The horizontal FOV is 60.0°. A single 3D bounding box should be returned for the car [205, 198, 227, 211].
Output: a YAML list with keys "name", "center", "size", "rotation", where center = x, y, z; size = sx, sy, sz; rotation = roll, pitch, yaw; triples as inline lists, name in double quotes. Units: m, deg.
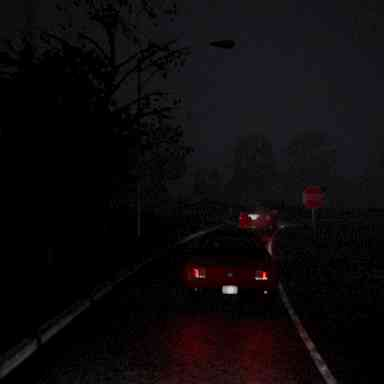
- name: "car"
  center: [2.001, 1.477, 40.579]
  size: [2.163, 1.488, 4.792]
  rotation: [4, -1, -18]

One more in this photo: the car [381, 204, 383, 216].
- name: "car"
  center: [31.141, 2.851, 49.984]
  size: [2.185, 1.767, 4.553]
  rotation: [2, 0, -18]

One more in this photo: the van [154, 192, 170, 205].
- name: "van"
  center: [-4.672, 0.995, 52.005]
  size: [1.878, 1.987, 4.442]
  rotation: [4, 0, -18]

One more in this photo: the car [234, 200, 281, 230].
- name: "car"
  center: [4.385, 1.584, 21.688]
  size: [2.097, 1.767, 4.553]
  rotation: [0, -1, 19]

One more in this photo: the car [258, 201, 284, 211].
- name: "car"
  center: [13.711, 2.377, 58.066]
  size: [2.097, 1.535, 5.008]
  rotation: [3, -1, -18]

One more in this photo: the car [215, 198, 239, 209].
- name: "car"
  center: [5.820, 1.935, 55.720]
  size: [1.946, 1.575, 5.366]
  rotation: [4, -1, -18]

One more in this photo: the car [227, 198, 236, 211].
- name: "car"
  center: [4.656, 1.507, 41.438]
  size: [2.185, 1.767, 4.553]
  rotation: [4, -1, -18]

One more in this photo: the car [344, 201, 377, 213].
- name: "car"
  center: [32.273, 2.844, 64.089]
  size: [2.435, 2.045, 5.566]
  rotation: [2, 0, -18]

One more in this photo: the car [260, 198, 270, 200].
- name: "car"
  center: [7.299, 1.811, 42.253]
  size: [2.097, 1.535, 5.008]
  rotation: [4, -1, -18]

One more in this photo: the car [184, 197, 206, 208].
- name: "car"
  center: [0.455, 1.622, 53.797]
  size: [2.002, 1.452, 4.674]
  rotation: [4, -1, -18]

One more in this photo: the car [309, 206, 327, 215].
- name: "car"
  center: [15.250, 2.318, 44.794]
  size: [2.163, 1.488, 4.792]
  rotation: [3, -1, -18]

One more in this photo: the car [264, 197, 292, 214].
- name: "car"
  center: [9.957, 1.729, 43.145]
  size: [2.435, 2.045, 5.566]
  rotation: [4, -1, -18]

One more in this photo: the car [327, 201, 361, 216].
- name: "car"
  center: [20.564, 2.427, 46.506]
  size: [2.185, 1.767, 4.553]
  rotation: [3, -1, -18]

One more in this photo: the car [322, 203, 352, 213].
- name: "car"
  center: [27.025, 2.931, 62.172]
  size: [1.946, 1.575, 5.366]
  rotation: [2, 0, -18]

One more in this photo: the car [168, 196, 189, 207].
- name: "car"
  center: [-2.189, 1.437, 52.943]
  size: [2.002, 1.452, 4.674]
  rotation: [4, -1, -18]

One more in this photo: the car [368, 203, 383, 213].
- name: "car"
  center: [37.578, 3.099, 65.804]
  size: [2.185, 1.767, 4.553]
  rotation: [1, 0, -18]

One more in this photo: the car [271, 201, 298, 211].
- name: "car"
  center: [16.363, 2.506, 58.922]
  size: [2.097, 1.535, 5.008]
  rotation: [3, -1, -18]

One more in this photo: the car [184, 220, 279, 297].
- name: "car"
  center: [1.044, 1.655, 8.729]
  size: [1.895, 1.301, 4.718]
  rotation: [0, -1, 8]

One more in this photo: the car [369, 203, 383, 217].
- name: "car"
  center: [25.841, 2.811, 48.272]
  size: [2.163, 1.488, 4.792]
  rotation: [2, -1, -18]

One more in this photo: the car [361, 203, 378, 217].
- name: "car"
  center: [23.208, 2.701, 47.361]
  size: [2.163, 1.488, 4.792]
  rotation: [2, -1, -18]

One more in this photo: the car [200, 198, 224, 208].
- name: "car"
  center: [3.213, 1.798, 54.714]
  size: [2.163, 1.488, 4.792]
  rotation: [4, -1, -18]

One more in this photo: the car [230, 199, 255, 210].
- name: "car"
  center: [8.476, 2.095, 56.577]
  size: [1.946, 1.575, 5.366]
  rotation: [4, -1, -18]

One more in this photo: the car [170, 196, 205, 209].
- name: "car"
  center: [-0.624, 1.291, 39.671]
  size: [2.163, 1.488, 4.792]
  rotation: [4, -1, -18]

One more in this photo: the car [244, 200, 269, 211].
- name: "car"
  center: [11.064, 2.270, 57.187]
  size: [2.163, 1.488, 4.792]
  rotation: [3, -1, -18]

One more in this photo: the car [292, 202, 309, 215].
- name: "car"
  center: [12.604, 2.140, 43.963]
  size: [2.231, 1.521, 4.892]
  rotation: [3, -1, -18]

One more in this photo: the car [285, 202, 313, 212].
- name: "car"
  center: [19.138, 2.632, 59.816]
  size: [2.231, 1.521, 4.892]
  rotation: [3, -1, -18]
